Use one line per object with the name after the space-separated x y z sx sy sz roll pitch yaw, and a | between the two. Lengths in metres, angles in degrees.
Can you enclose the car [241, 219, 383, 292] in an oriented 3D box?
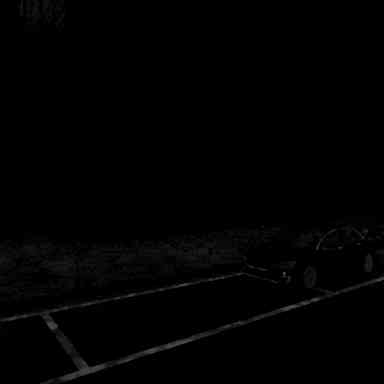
3.235 1.549 8.845 4.403 1.369 2.008 0 0 -35 | car
